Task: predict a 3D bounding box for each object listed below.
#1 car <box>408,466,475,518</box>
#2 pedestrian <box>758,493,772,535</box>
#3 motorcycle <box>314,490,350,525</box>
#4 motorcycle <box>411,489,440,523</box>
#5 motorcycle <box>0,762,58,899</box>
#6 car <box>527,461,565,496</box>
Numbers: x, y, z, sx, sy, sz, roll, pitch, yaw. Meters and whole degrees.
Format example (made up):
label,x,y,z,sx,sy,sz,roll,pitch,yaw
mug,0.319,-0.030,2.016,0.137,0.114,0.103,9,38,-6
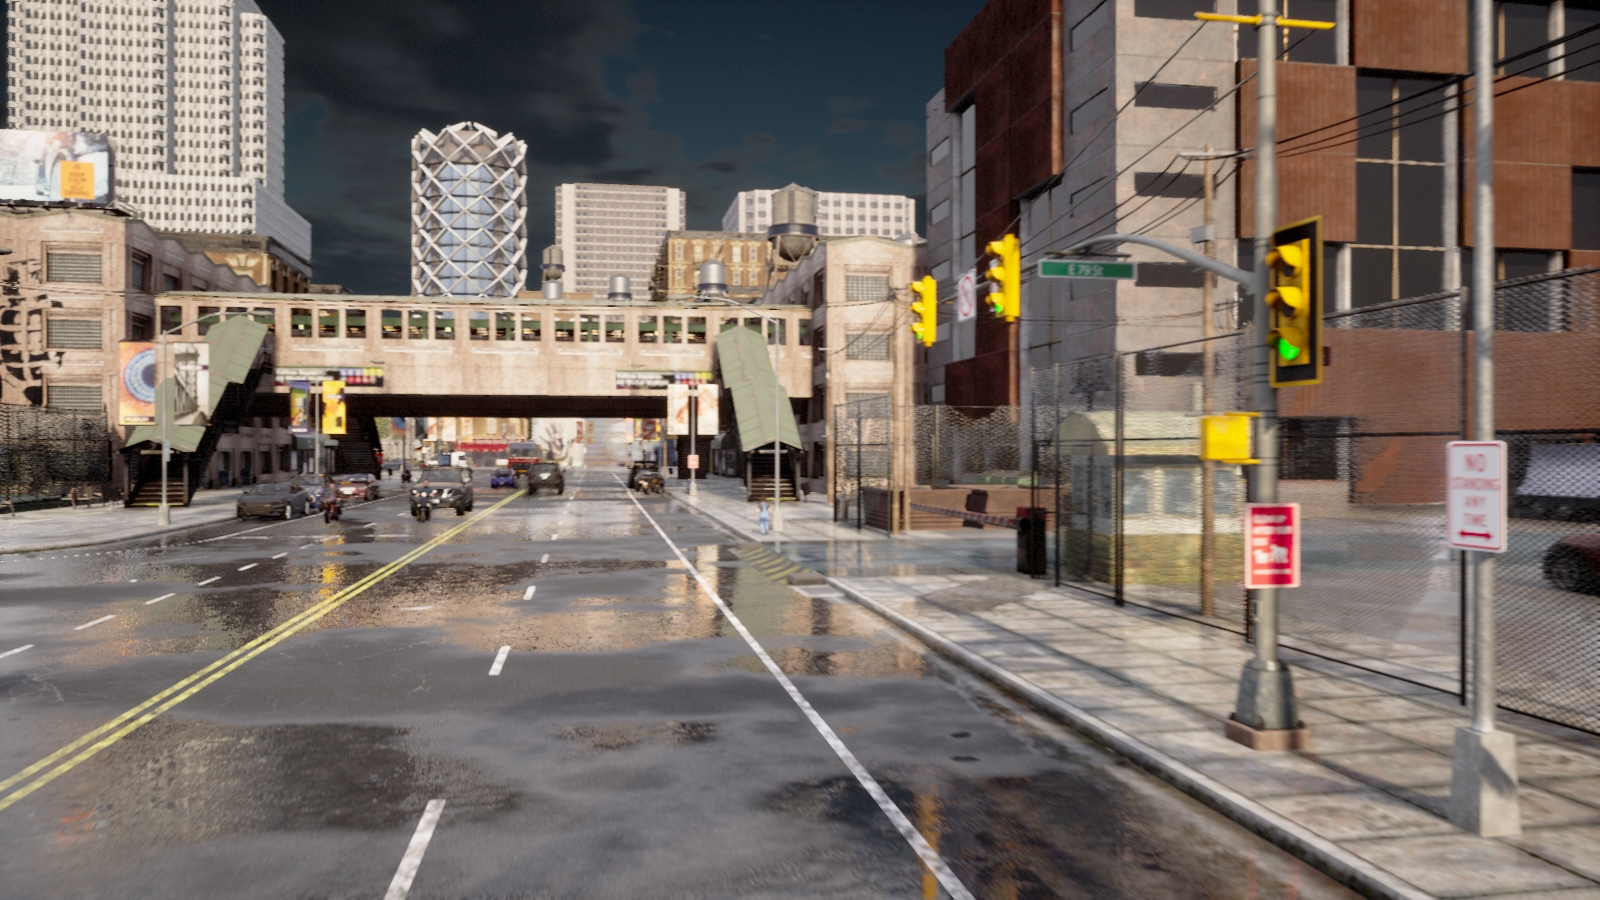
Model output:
label,x,y,z,sx,sy,sz,roll,pitch,yaw
car,-15.675,1.783,50.244,2.150,2.045,5.566,0,0,-10
pedestrian,-1.091,1.973,35.319,0.375,1.300,0.375,0,0,-13
motorcycle,-18.181,2.211,44.446,0.867,1.251,2.209,0,0,-10
motorcycle,-14.699,2.185,44.870,0.856,1.236,1.805,0,0,-10
motorcycle,-4.034,2.207,4.626,0.867,1.251,2.209,0,0,-8
car,-16.233,1.781,73.274,2.150,2.045,5.566,0,0,-10
